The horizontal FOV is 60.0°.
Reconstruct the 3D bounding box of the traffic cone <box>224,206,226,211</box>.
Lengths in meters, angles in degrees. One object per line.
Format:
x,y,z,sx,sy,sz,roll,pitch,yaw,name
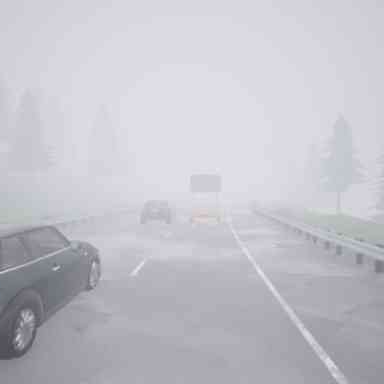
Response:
3.781,1.922,38.420,0.340,0.580,0.340,0,0,5,traffic cone

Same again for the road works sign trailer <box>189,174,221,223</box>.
1.041,0.441,25.621,2.380,3.560,2.880,0,0,5,road works sign trailer

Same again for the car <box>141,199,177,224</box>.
-2.350,1.326,24.669,2.097,1.767,4.553,0,0,4,car

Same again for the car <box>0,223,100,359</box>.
-3.269,1.343,6.143,2.097,1.767,4.553,0,0,1,car
